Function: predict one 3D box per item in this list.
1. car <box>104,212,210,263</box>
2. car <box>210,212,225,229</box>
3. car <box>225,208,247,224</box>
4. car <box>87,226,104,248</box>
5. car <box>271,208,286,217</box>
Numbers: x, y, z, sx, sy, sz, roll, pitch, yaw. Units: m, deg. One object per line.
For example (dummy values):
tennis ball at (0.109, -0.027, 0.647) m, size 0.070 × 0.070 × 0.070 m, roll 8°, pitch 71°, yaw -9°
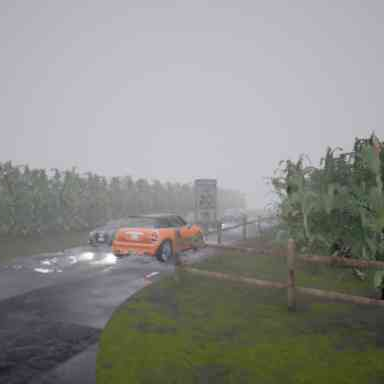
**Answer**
car at (-1.171, 1.663, 13.618) m, size 2.097 × 1.767 × 4.553 m, roll 0°, pitch -2°, yaw 24°
car at (0.577, 2.189, 25.319) m, size 2.033 × 1.411 × 5.357 m, roll 0°, pitch -2°, yaw 22°
car at (4.381, 2.424, 34.514) m, size 1.837 × 1.490 × 4.892 m, roll 0°, pitch -2°, yaw 23°
car at (-3.158, 1.936, 16.271) m, size 1.994 × 1.385 × 4.181 m, roll 0°, pitch -2°, yaw 23°
car at (11.764, 2.798, 44.711) m, size 2.033 × 1.411 × 5.357 m, roll 0°, pitch -2°, yaw 22°
